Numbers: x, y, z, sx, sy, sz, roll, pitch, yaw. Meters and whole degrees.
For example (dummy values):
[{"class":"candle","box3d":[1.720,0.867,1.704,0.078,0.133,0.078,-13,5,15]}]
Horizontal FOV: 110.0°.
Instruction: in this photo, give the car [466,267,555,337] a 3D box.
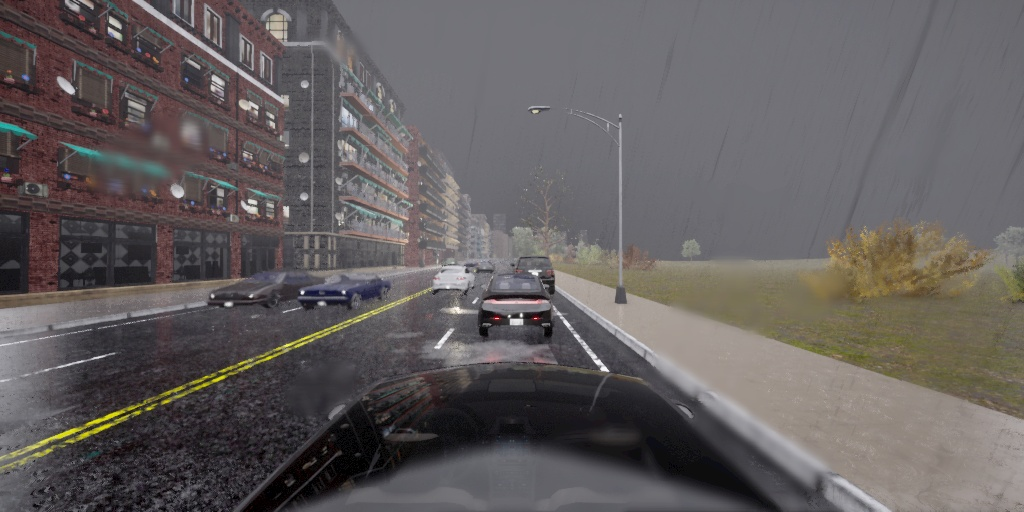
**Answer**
[{"class":"car","box3d":[0.095,1.243,10.338,2.128,1.511,4.902,0,0,0]}]

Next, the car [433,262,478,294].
[{"class":"car","box3d":[-3.162,1.277,20.002,1.812,1.442,4.674,0,0,0]}]

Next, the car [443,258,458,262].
[{"class":"car","box3d":[-9.872,1.102,57.228,2.097,1.767,4.553,0,0,0]}]

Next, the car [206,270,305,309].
[{"class":"car","box3d":[-9.857,1.299,15.145,2.033,1.411,5.357,0,0,0]}]

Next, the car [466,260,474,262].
[{"class":"car","box3d":[-6.626,1.351,57.053,1.895,1.301,4.718,0,0,0]}]

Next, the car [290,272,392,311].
[{"class":"car","box3d":[-6.607,1.352,14.671,1.895,1.301,4.718,0,0,0]}]

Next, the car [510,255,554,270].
[{"class":"car","box3d":[1.126,0.977,20.208,2.150,2.045,5.566,0,0,0]}]

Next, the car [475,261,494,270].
[{"class":"car","box3d":[-3.176,1.314,43.476,1.994,1.385,4.181,0,0,0]}]
